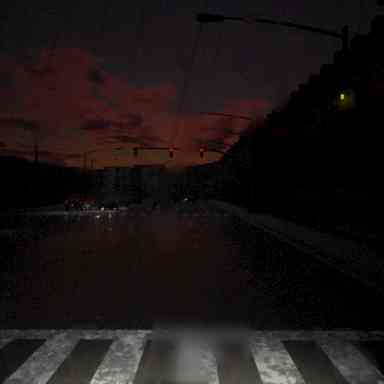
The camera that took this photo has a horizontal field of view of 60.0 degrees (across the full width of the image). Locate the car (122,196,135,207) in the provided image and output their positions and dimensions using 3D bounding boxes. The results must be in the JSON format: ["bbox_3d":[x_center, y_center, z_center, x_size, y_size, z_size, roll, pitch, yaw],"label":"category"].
[{"bbox_3d":[-10.631,1.601,51.401,1.895,1.301,4.718,0,0,0],"label":"car"}]

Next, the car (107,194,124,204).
[{"bbox_3d":[-14.125,1.352,61.871,2.097,1.767,4.553,0,0,0],"label":"car"}]

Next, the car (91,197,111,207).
[{"bbox_3d":[-14.133,1.505,51.898,1.837,1.490,4.892,0,0,0],"label":"car"}]

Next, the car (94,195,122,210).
[{"bbox_3d":[-10.628,1.526,42.296,1.812,1.442,4.674,0,0,0],"label":"car"}]

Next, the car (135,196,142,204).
[{"bbox_3d":[-10.621,1.547,63.024,2.033,1.411,5.357,0,0,0],"label":"car"}]

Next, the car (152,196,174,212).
[{"bbox_3d":[-3.553,1.505,39.013,1.837,1.490,4.892,0,0,1],"label":"car"}]

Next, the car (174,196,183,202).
[{"bbox_3d":[-3.632,1.595,75.367,1.895,1.301,4.718,0,0,-3],"label":"car"}]

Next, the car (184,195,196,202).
[{"bbox_3d":[-0.113,1.518,73.392,2.128,1.511,4.902,0,0,-3],"label":"car"}]

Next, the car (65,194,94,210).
[{"bbox_3d":[-14.132,1.221,42.089,2.150,2.045,5.566,0,0,1],"label":"car"}]
